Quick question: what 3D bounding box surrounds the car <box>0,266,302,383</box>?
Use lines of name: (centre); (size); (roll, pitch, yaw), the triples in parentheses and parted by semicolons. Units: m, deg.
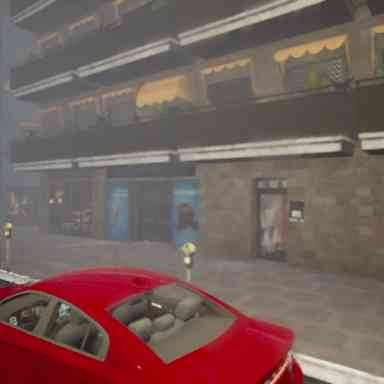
car: (-1.142, 1.532, 3.685); (4.507, 1.381, 1.887); (0, 0, 35)
